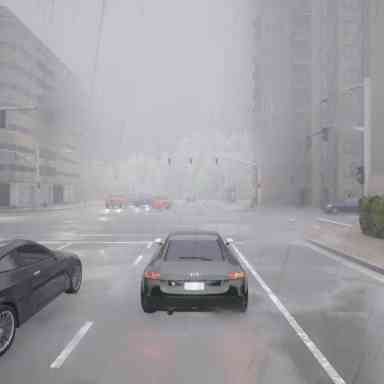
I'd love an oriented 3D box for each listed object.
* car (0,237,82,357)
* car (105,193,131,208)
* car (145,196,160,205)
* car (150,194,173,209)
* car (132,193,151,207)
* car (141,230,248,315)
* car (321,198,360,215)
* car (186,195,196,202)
[{"bbox_3d":[-3.460,1.525,5.836,1.812,1.442,4.674,0,0,0],"label":"car"},{"bbox_3d":[-10.699,1.217,47.494,2.150,2.045,5.566,0,0,0],"label":"car"},{"bbox_3d":[-7.195,1.486,60.650,2.128,1.511,4.902,0,0,0],"label":"car"},{"bbox_3d":[-3.849,1.348,44.667,2.097,1.767,4.553,0,0,4],"label":"car"},{"bbox_3d":[-7.204,1.217,50.626,2.150,2.045,5.566,0,0,0],"label":"car"},{"bbox_3d":[0.049,1.563,7.638,1.994,1.385,4.181,0,0,0],"label":"car"},{"bbox_3d":[15.514,1.349,33.678,4.553,1.767,2.097,0,0,1],"label":"car"},{"bbox_3d":[-0.152,1.349,72.555,2.097,1.767,4.553,0,0,0],"label":"car"}]
